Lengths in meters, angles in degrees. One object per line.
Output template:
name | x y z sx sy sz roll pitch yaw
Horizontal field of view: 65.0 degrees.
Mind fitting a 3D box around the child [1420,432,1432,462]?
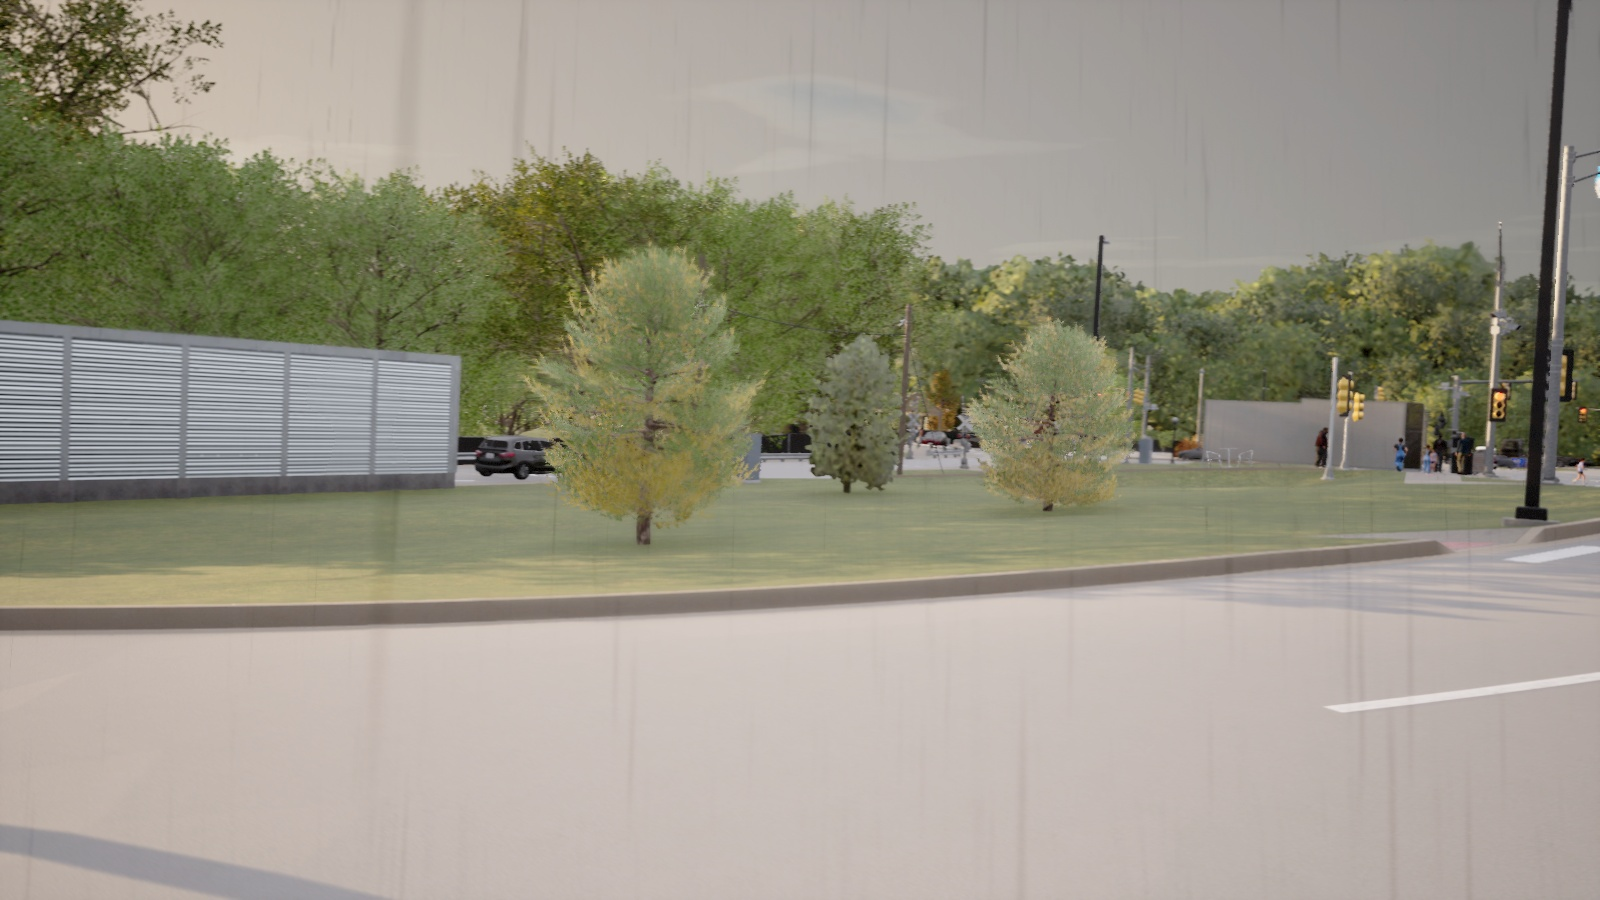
child | 26.962 -0.118 54.097 0.437 1.263 0.270 2 1 -41

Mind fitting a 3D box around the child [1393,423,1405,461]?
child | 20.415 -0.268 42.795 0.270 1.263 0.437 2 0 18

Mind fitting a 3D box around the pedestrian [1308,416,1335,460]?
pedestrian | 22.350 -0.512 53.827 0.899 1.844 0.634 3 1 32

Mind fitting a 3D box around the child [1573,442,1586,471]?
child | 30.891 0.257 49.779 0.394 1.110 0.255 3 1 29

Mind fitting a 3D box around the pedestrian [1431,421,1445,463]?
pedestrian | 29.325 -0.375 57.751 0.402 1.930 0.666 3 1 35

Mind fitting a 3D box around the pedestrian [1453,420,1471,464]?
pedestrian | 27.846 -0.334 52.850 0.402 1.842 0.726 2 0 10

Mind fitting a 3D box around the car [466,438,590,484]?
car | -10.808 0.396 50.228 2.242 1.667 4.611 3 2 32
